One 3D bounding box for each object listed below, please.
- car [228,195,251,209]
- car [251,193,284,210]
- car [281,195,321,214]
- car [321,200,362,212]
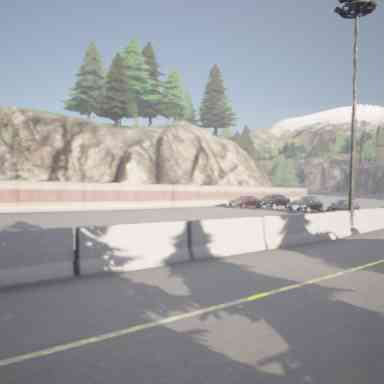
[{"bbox_3d":[5.932,1.060,36.808,1.812,1.442,4.674,2,1,43],"label":"car"},{"bbox_3d":[8.489,0.929,34.412,1.837,1.490,4.892,2,1,43],"label":"car"},{"bbox_3d":[11.037,1.243,32.022,2.128,1.511,4.902,2,1,43],"label":"car"},{"bbox_3d":[13.588,1.408,29.630,1.994,1.385,4.181,2,1,43],"label":"car"}]
